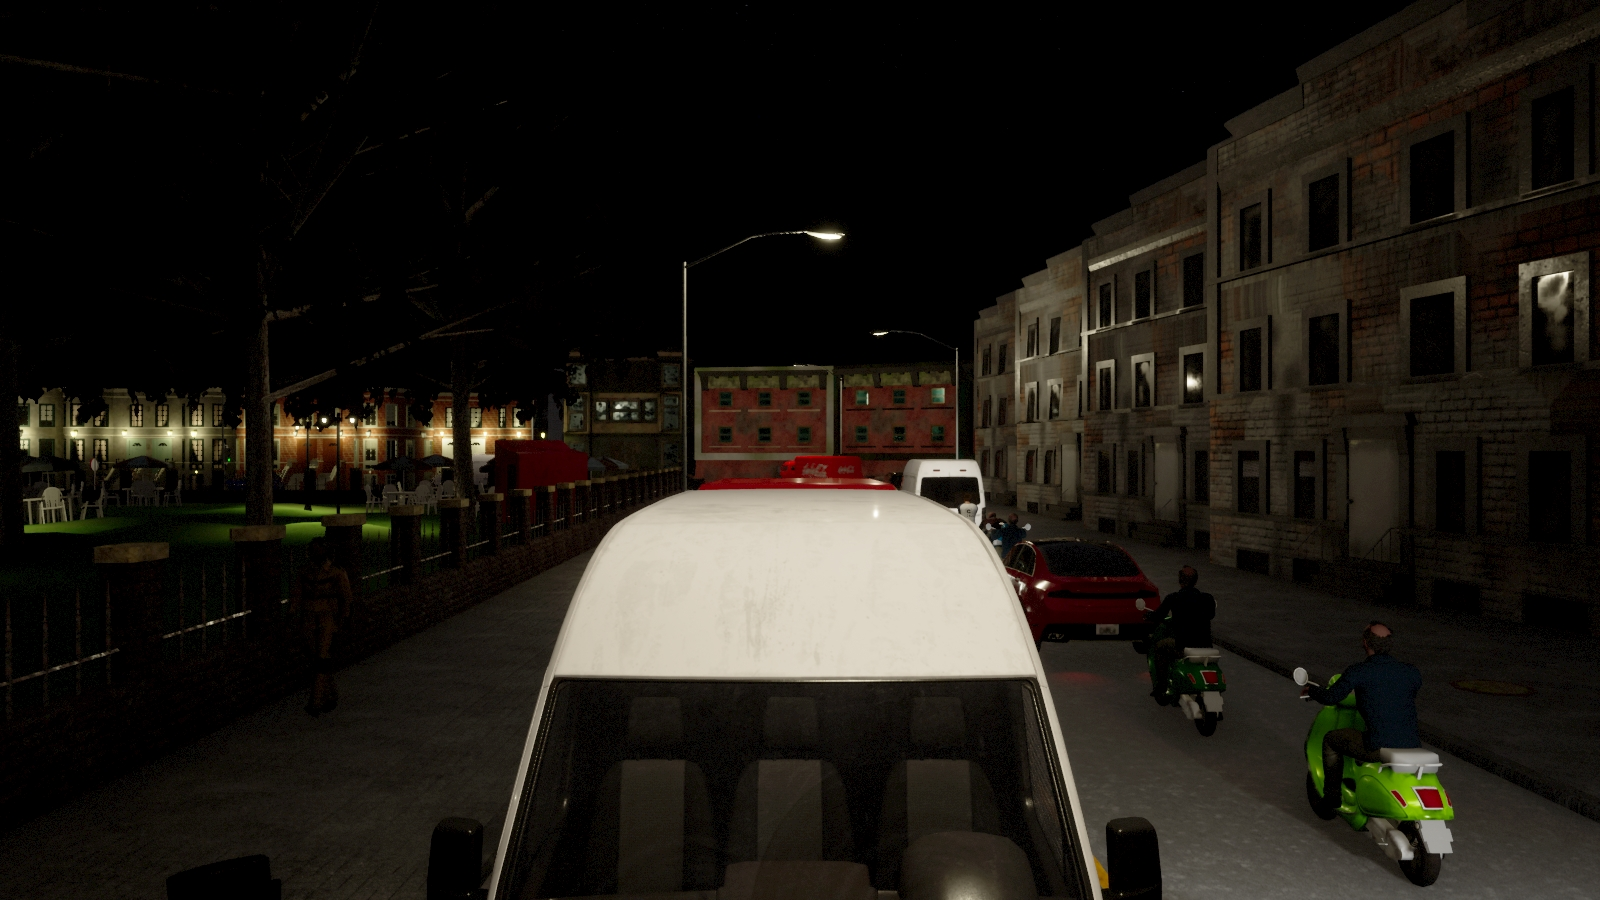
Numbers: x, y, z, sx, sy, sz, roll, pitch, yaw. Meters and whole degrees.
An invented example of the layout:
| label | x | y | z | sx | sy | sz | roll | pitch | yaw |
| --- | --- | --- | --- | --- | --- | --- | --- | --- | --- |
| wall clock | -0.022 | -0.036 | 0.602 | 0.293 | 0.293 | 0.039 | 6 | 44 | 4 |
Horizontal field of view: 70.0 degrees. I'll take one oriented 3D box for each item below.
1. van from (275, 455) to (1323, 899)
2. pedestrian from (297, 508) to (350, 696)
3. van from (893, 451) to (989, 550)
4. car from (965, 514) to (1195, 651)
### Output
| label | x | y | z | sx | sy | sz | roll | pitch | yaw |
| --- | --- | --- | --- | --- | --- | --- | --- | --- | --- |
| van | -0.006 | 1.314 | 5.127 | 1.988 | 2.561 | 5.915 | 0 | 0 | 0 |
| pedestrian | -4.834 | 1.525 | 11.597 | 0.375 | 1.860 | 0.375 | 0 | 0 | 0 |
| van | 3.906 | 1.314 | 32.634 | 1.988 | 2.561 | 5.915 | 0 | 0 | 0 |
| car | 3.953 | 1.841 | 17.118 | 2.231 | 1.480 | 4.892 | 0 | 0 | 0 |
